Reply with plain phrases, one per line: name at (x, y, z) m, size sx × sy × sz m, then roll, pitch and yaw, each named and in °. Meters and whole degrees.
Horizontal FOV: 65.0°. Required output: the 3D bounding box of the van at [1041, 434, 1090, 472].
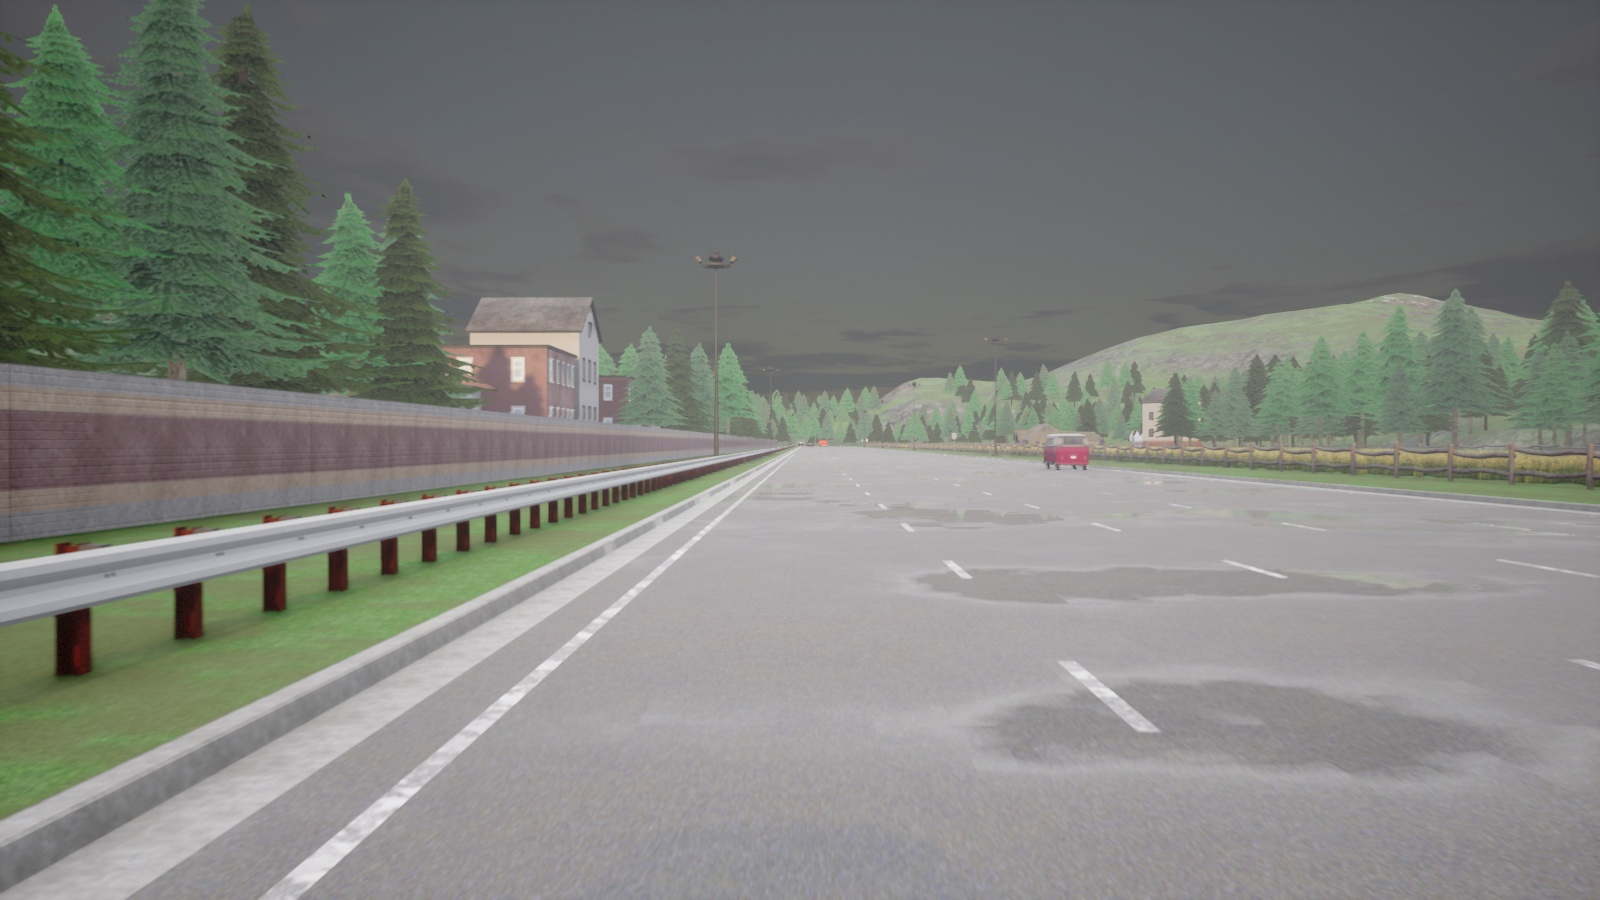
van at (14.410, 0.125, 68.355) m, size 1.775 × 1.987 × 4.442 m, roll 0°, pitch 0°, yaw 0°
